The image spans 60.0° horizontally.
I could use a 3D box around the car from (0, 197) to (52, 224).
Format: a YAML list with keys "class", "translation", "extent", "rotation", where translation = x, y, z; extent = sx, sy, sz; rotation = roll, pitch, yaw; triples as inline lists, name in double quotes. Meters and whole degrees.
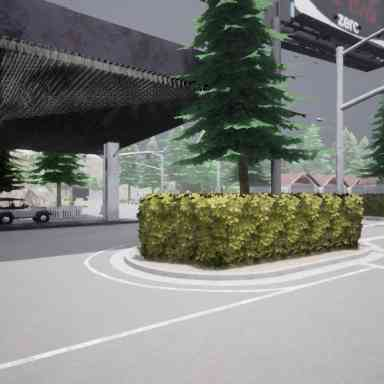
- class: "car"
  translation: [-12.050, 1.313, 23.427]
  extent: [3.866, 1.878, 1.905]
  rotation: [0, 0, -36]
